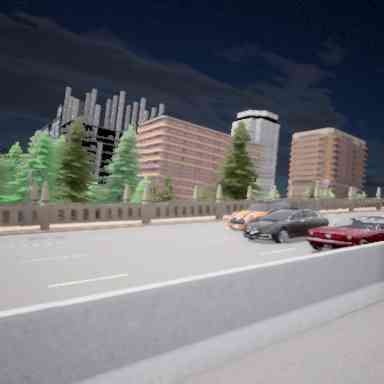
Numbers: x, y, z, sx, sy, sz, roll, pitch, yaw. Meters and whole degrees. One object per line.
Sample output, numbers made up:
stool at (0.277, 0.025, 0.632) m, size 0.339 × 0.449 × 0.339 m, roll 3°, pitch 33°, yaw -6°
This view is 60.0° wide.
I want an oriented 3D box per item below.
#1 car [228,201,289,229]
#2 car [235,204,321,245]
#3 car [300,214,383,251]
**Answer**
car at (4.337, 1.371, 19.970) m, size 4.553 × 1.767 × 2.097 m, roll 0°, pitch 0°, yaw -35°
car at (4.582, 1.519, 15.849) m, size 4.892 × 1.490 × 1.837 m, roll 0°, pitch 0°, yaw -35°
car at (6.587, 1.616, 12.980) m, size 4.718 × 1.301 × 1.895 m, roll 0°, pitch 0°, yaw -35°
